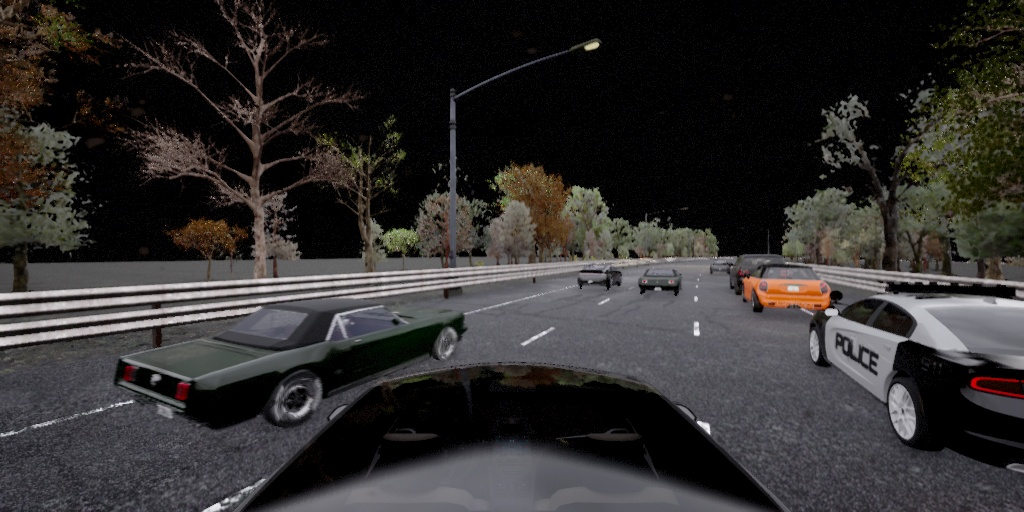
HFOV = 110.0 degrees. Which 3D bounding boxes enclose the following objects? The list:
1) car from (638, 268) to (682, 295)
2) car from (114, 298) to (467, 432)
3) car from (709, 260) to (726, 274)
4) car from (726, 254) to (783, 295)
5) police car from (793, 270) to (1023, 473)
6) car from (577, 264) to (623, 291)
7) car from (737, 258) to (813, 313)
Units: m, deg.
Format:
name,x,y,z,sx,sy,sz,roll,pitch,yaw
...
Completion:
name,x,y,z,sx,sy,sz,roll,pitch,yaw
car,8.169,1.310,19.489,1.895,1.301,4.718,0,0,27
car,-2.698,1.343,5.790,1.895,1.301,4.718,0,0,26
car,22.385,1.168,38.611,2.128,1.511,4.902,0,0,30
car,12.789,0.935,18.758,2.150,2.045,5.566,0,0,28
police car,5.644,1.166,4.757,1.930,1.638,5.238,0,0,26
car,5.414,1.197,21.761,2.128,1.511,4.902,0,0,28
car,10.035,1.072,13.445,2.097,1.767,4.553,0,0,27
